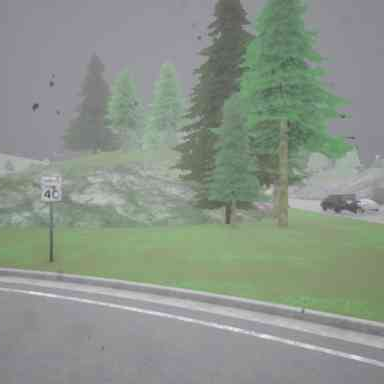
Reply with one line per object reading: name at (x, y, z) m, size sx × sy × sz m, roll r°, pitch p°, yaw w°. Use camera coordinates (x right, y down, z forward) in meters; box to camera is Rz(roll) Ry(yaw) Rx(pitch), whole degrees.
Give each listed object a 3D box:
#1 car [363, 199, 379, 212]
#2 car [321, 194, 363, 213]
car at (19.544, 1.519, 38.071) m, size 1.812 × 1.442 × 4.674 m, roll 0°, pitch 0°, yaw 2°
car at (15.986, 1.215, 36.289) m, size 2.150 × 2.045 × 5.566 m, roll 0°, pitch 0°, yaw 2°
